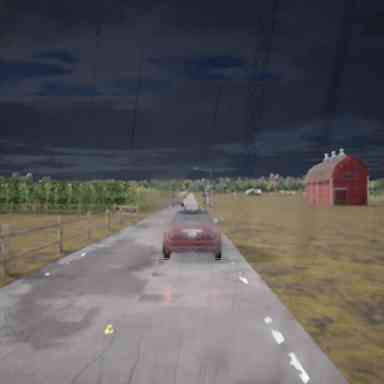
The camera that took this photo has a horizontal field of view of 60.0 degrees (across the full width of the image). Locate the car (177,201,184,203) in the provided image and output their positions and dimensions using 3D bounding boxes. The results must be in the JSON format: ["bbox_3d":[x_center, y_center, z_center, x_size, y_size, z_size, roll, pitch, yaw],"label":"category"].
[{"bbox_3d":[0.022,1.826,28.527,2.128,1.511,4.902,0,-1,0],"label":"car"}]

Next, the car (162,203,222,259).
[{"bbox_3d":[0.023,1.497,13.446,2.097,1.767,4.553,0,-1,0],"label":"car"}]

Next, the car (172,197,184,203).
[{"bbox_3d":[-2.763,2.024,65.303,2.150,2.045,5.566,0,-1,0],"label":"car"}]
